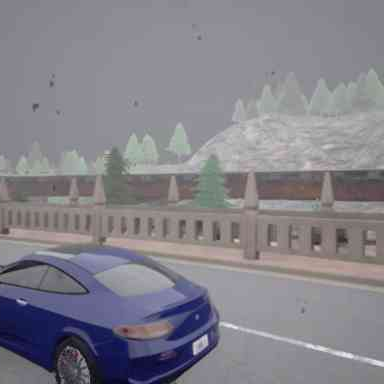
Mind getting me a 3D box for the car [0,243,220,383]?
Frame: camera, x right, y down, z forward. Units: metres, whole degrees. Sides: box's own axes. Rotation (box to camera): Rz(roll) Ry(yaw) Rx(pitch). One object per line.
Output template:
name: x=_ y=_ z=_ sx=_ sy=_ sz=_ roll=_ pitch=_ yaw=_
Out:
car: x=-1.831 y=1.517 z=4.940 sx=4.674 sy=1.442 sz=1.812 roll=0 pitch=0 yaw=33
